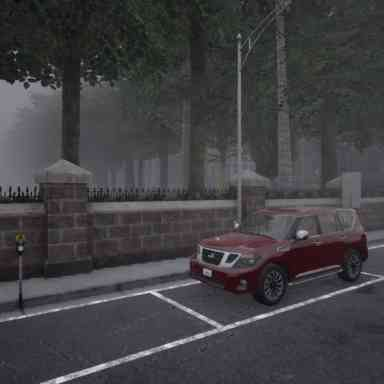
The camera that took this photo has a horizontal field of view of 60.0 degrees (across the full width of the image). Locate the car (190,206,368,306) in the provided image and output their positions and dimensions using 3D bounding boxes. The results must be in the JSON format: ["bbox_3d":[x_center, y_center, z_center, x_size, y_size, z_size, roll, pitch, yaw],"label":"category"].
[{"bbox_3d":[2.359,1.314,8.215,5.009,1.841,2.192,0,0,-35],"label":"car"}]
